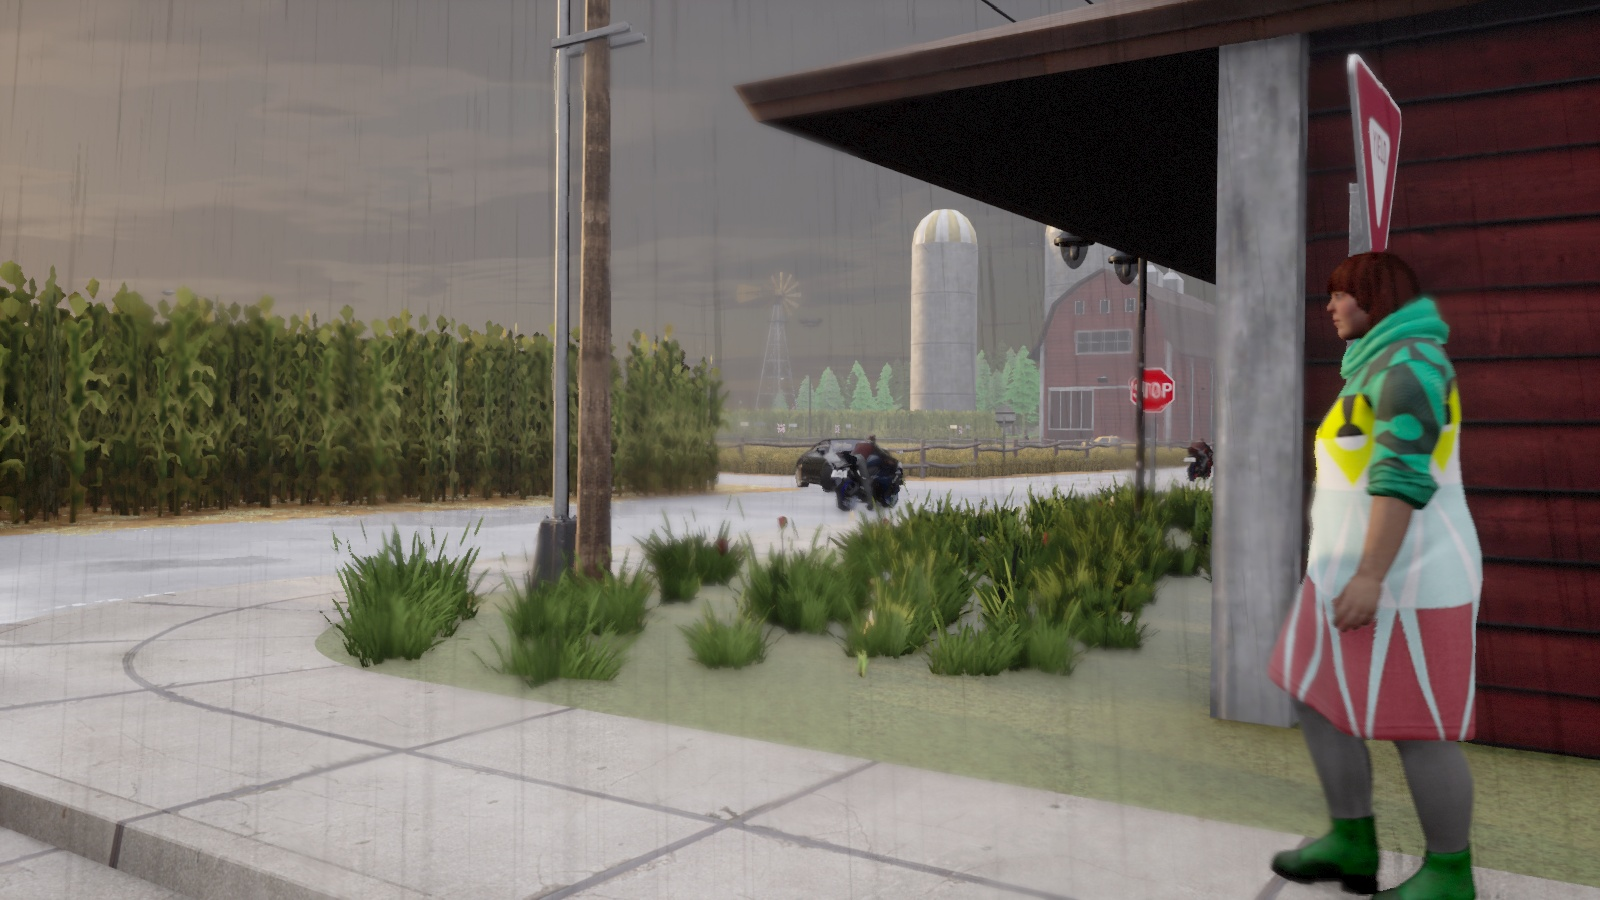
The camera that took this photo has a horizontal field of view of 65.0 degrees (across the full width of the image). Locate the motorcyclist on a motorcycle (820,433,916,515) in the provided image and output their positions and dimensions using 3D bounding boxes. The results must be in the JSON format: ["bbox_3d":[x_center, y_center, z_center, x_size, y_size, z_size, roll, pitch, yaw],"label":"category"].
[{"bbox_3d":[1.372,0.443,24.772,0.866,1.530,2.191,0,1,35],"label":"motorcyclist on a motorcycle"}]

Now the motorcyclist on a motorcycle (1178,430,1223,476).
[{"bbox_3d":[13.578,0.089,42.554,0.866,1.530,2.191,0,1,34],"label":"motorcyclist on a motorcycle"}]

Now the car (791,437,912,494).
[{"bbox_3d":[1.276,0.359,33.068,1.994,1.385,4.181,-1,1,-15],"label":"car"}]

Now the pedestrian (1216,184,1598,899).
[{"bbox_3d":[1.630,0.331,3.496,0.873,1.952,0.659,0,1,20],"label":"pedestrian"}]
